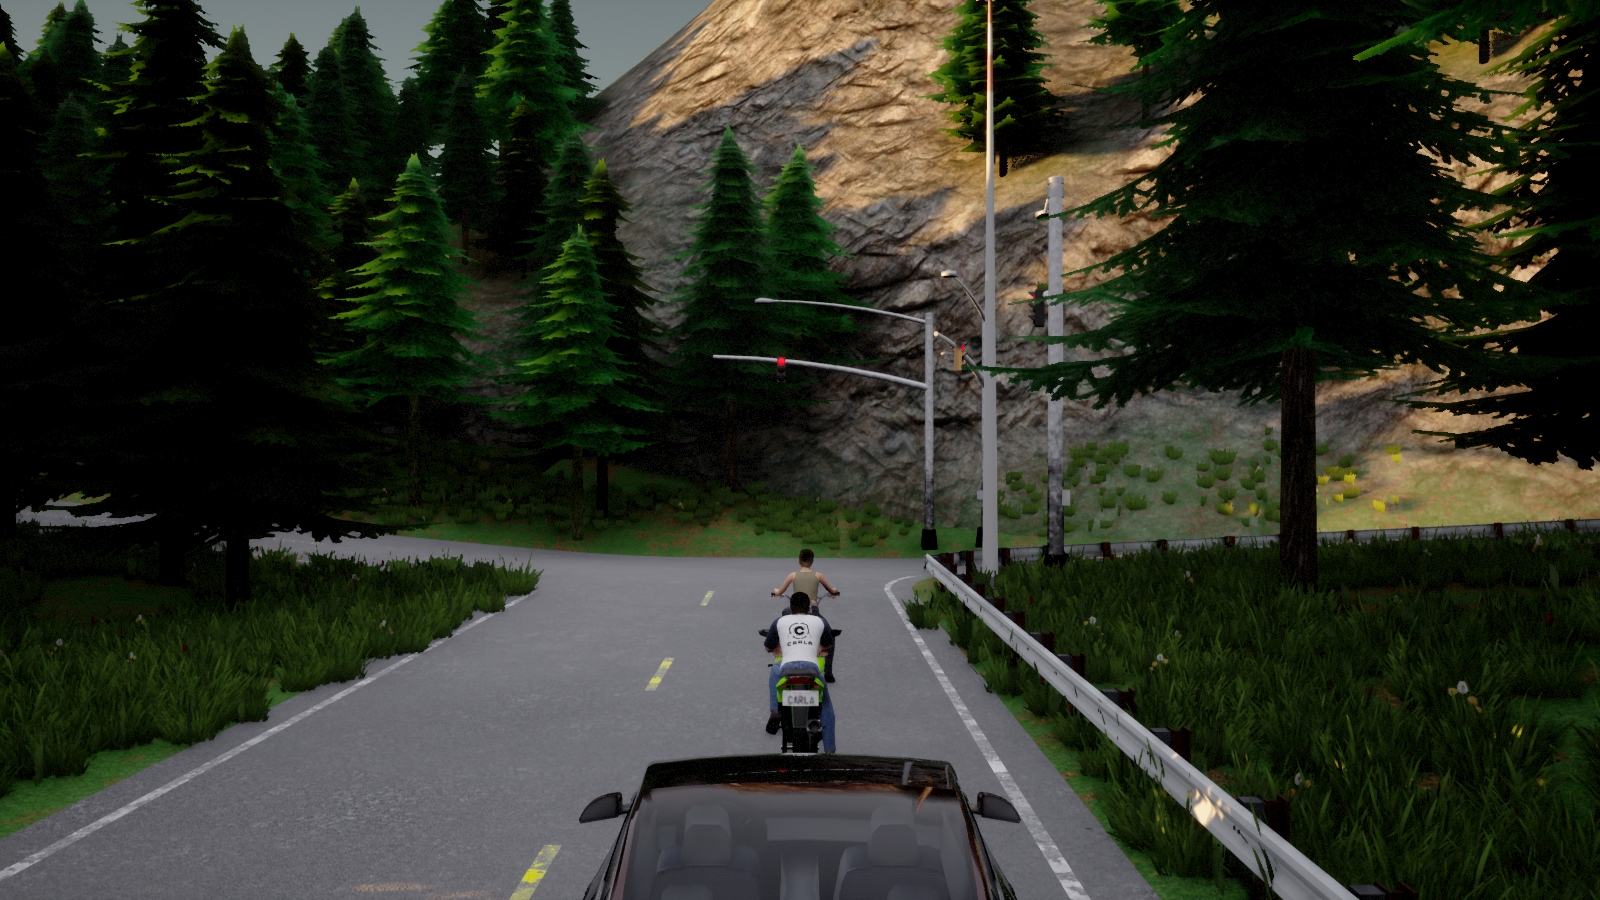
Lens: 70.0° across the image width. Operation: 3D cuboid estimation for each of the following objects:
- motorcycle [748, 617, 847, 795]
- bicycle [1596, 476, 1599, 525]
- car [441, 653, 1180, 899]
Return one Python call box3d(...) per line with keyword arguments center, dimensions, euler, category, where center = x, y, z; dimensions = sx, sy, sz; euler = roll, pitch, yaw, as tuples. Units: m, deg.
box3d(center=(-0.020, 2.213, 10.238), dimensions=(0.803, 1.145, 2.033), euler=(0, 0, 0), category="motorcycle")
box3d(center=(21.725, 1.355, 29.474), dimensions=(1.835, 1.471, 0.329), euler=(-5, -2, 26), category="bicycle")
box3d(center=(0.029, 2.063, 5.012), dimensions=(2.163, 1.488, 4.792), euler=(0, 0, 0), category="car")
